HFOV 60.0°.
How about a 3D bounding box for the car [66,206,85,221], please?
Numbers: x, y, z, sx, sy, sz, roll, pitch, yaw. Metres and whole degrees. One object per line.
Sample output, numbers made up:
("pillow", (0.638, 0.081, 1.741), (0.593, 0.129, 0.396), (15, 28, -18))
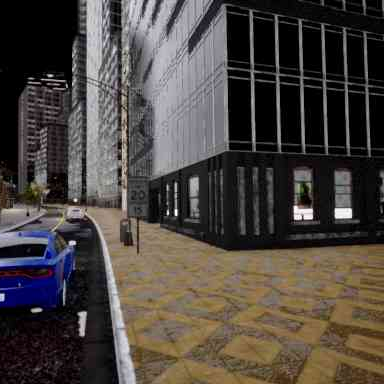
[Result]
("car", (-13.135, 2.513, 37.371), (1.812, 1.442, 4.674), (0, -2, -19))

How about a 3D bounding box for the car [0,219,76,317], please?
("car", (-3.865, 1.647, 7.830), (1.882, 1.535, 5.008), (0, -2, -16))

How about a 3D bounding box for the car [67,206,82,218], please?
("car", (-16.618, 2.728, 46.938), (1.882, 1.535, 5.008), (0, -2, -21))
